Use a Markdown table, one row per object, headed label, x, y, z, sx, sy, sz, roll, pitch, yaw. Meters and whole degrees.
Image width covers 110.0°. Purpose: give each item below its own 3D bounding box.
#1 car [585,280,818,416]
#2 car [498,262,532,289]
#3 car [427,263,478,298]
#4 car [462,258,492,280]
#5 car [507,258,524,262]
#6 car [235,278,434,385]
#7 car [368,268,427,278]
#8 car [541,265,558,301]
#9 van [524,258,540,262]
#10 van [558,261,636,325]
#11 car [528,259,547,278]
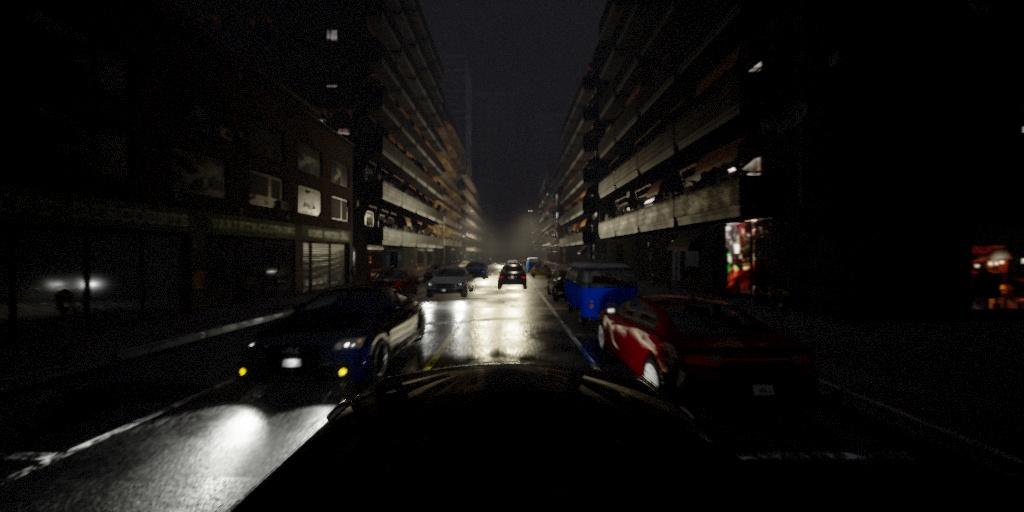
| label | x | y | z | sx | sy | sz | roll | pitch | yaw |
| --- | --- | --- | --- | --- | --- | --- | --- | --- | --- |
| car | 2.689 | 1.294 | 6.049 | 1.888 | 1.381 | 4.507 | 0 | 0 | 0 |
| car | 0.048 | 1.292 | 23.311 | 2.033 | 1.411 | 5.357 | 0 | 0 | 1 |
| car | -3.042 | 1.271 | 18.490 | 1.812 | 1.442 | 4.674 | 0 | 0 | 1 |
| car | -3.047 | 1.222 | 30.844 | 1.882 | 1.535 | 5.008 | 0 | 0 | 0 |
| car | 0.102 | 1.235 | 46.480 | 2.128 | 1.511 | 4.902 | 0 | 0 | 0 |
| car | -3.068 | 1.312 | 7.018 | 1.994 | 1.385 | 4.181 | 0 | 0 | 1 |
| car | -5.691 | 1.291 | 17.110 | 1.888 | 1.381 | 4.507 | 0 | 0 | 0 |
| car | 2.691 | 1.311 | 17.097 | 1.948 | 1.339 | 4.313 | 0 | 0 | 0 |
| van | 2.694 | 1.085 | 44.714 | 1.690 | 1.789 | 3.998 | 0 | 0 | 0 |
| van | 2.690 | 1.088 | 11.573 | 1.690 | 1.789 | 3.998 | 0 | 0 | 0 |
| car | 2.693 | 1.269 | 33.836 | 1.751 | 1.417 | 4.829 | 0 | 0 | 0 |
